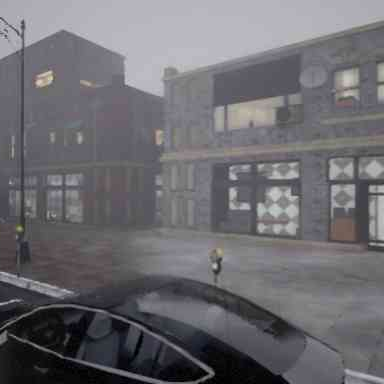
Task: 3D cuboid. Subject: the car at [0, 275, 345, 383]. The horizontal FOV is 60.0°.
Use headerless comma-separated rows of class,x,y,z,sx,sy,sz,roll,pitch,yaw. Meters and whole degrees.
car,-0.735,1.574,3.395,4.313,1.339,1.947,0,0,36
